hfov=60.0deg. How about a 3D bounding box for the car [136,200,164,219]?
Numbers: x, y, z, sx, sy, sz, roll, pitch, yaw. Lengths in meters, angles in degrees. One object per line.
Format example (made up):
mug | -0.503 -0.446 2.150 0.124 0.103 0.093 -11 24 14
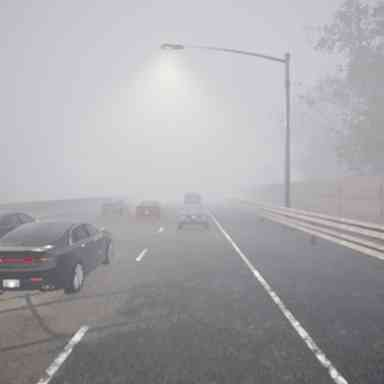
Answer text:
car | -3.412 1.366 27.541 1.882 1.535 5.008 0 0 0

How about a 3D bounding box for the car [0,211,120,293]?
car | -3.405 1.468 8.703 1.837 1.490 4.892 0 0 0

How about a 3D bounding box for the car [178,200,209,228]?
car | 0.089 1.461 21.236 2.033 1.411 5.357 0 0 0

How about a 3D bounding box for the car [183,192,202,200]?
car | 0.080 1.056 41.833 2.150 2.045 5.566 0 0 0

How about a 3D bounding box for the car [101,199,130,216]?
car | -6.915 1.369 30.506 2.128 1.511 4.902 0 0 0

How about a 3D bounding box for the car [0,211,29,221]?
car | -6.905 1.427 12.189 1.882 1.535 5.008 0 0 0
